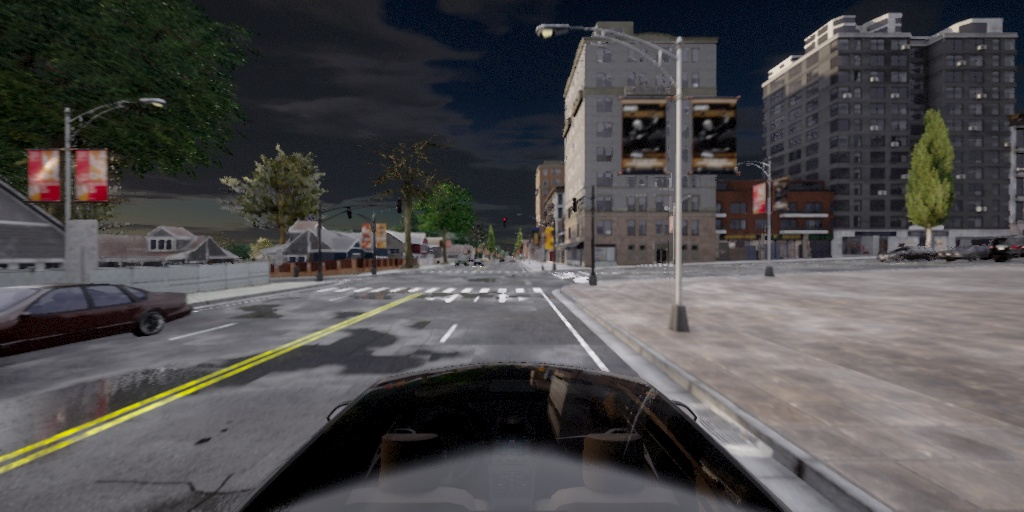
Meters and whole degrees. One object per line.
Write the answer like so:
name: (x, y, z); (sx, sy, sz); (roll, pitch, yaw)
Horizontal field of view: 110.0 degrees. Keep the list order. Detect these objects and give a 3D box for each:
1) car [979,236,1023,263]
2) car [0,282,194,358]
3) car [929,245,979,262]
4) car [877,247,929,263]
car: (40.450, -0.539, 27.653); (5.566, 2.045, 2.150); (-1, 0, 1)
car: (-9.823, 1.288, 7.576); (2.033, 1.411, 5.357); (0, 0, 0)
car: (40.096, -0.206, 30.902); (5.357, 1.411, 2.033); (-2, 0, 0)
car: (37.724, -0.157, 34.242); (4.674, 1.442, 1.812); (-2, 0, 0)
